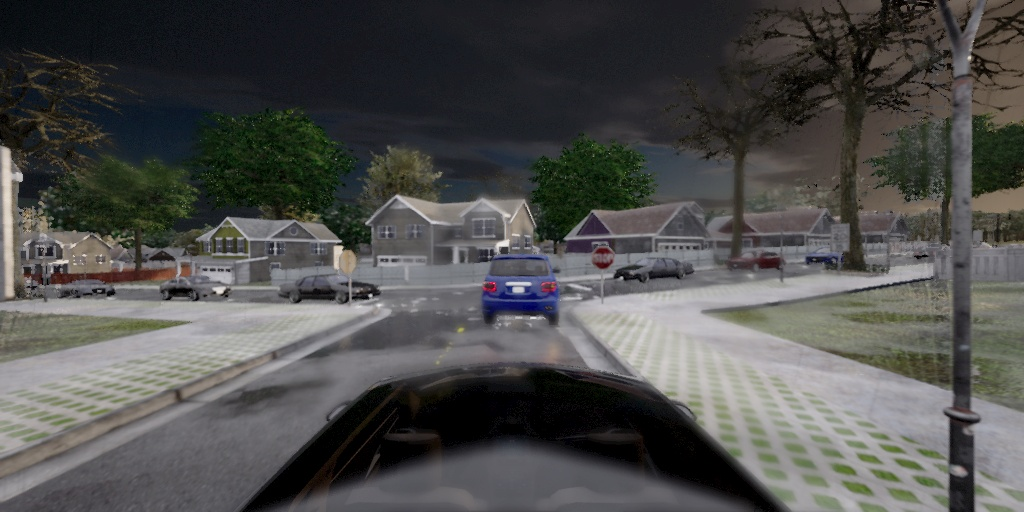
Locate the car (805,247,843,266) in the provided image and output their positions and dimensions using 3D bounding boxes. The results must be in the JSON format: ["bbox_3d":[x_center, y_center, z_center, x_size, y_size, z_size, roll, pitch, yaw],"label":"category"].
[{"bbox_3d":[27.707,-0.040,31.217,5.008,1.535,1.882,-2,2,-25],"label":"car"}]

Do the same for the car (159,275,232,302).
[{"bbox_3d":[-19.791,1.982,22.421,4.902,1.511,2.128,-2,0,22],"label":"car"}]

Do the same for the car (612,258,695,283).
[{"bbox_3d":[8.949,0.815,22.469,5.357,1.411,2.033,-3,2,-24],"label":"car"}]

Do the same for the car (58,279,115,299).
[{"bbox_3d":[-32.818,2.517,27.676,4.181,1.385,1.994,-2,0,23],"label":"car"}]

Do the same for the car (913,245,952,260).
[{"bbox_3d":[40.063,-0.344,33.800,5.357,1.411,2.033,-2,2,-25],"label":"car"}]

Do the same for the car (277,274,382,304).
[{"bbox_3d":[-9.416,1.646,18.399,5.357,1.411,2.033,-2,0,20],"label":"car"}]

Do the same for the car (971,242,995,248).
[{"bbox_3d":[49.557,-0.718,38.278,4.892,1.490,1.837,-2,2,-25],"label":"car"}]

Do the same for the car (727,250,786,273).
[{"bbox_3d":[18.276,0.336,26.789,5.008,1.535,1.882,-2,2,-26],"label":"car"}]

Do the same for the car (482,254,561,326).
[{"bbox_3d":[0.431,0.970,11.885,2.150,2.045,5.566,0,0,6],"label":"car"}]
